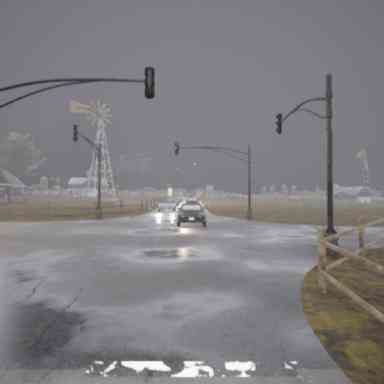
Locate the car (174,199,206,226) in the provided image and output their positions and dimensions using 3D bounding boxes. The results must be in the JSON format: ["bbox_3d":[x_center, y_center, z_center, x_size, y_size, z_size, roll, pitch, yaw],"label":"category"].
[{"bbox_3d":[-0.037,1.474,22.750,1.812,1.442,4.674,0,0,0],"label":"car"}]

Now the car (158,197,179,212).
[{"bbox_3d":[-2.857,1.555,38.802,1.895,1.301,4.718,0,0,0],"label":"car"}]

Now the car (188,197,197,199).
[{"bbox_3d":[0.077,1.487,46.122,1.812,1.442,4.674,0,0,0],"label":"car"}]

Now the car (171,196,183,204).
[{"bbox_3d":[-2.801,1.546,63.451,2.033,1.411,5.357,0,0,1],"label":"car"}]

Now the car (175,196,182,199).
[{"bbox_3d":[-2.849,1.470,49.182,1.837,1.490,4.892,0,0,0],"label":"car"}]
